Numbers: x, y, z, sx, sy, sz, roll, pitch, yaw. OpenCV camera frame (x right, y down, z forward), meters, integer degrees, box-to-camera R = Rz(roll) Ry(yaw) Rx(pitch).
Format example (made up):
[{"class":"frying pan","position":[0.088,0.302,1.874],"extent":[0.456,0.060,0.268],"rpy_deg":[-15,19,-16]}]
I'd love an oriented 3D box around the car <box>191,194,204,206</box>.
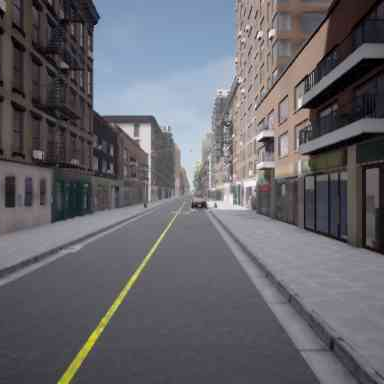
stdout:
[{"class":"car","position":[0.896,1.341,58.540],"extent":[2.150,2.045,5.566],"rpy_deg":[0,0,0]}]

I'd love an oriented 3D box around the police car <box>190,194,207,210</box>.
[{"class":"police car","position":[0.900,1.435,42.620],"extent":[1.930,1.638,5.238],"rpy_deg":[0,0,0]}]

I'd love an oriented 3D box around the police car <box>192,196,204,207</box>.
[{"class":"police car","position":[0.900,1.454,52.619],"extent":[1.930,1.638,5.238],"rpy_deg":[0,0,0]}]
